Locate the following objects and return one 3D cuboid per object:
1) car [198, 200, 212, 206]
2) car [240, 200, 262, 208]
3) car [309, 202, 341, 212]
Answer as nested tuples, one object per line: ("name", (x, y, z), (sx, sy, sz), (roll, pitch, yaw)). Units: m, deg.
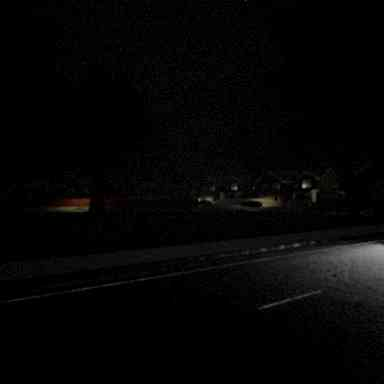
("car", (2.718, 2.408, 74.826), (1.994, 1.385, 4.181), (-1, 0, -35))
("car", (11.112, 2.181, 62.876), (2.128, 1.511, 4.902), (-1, 0, -35))
("car", (18.800, 2.088, 47.096), (1.994, 1.385, 4.181), (-1, 0, -35))
